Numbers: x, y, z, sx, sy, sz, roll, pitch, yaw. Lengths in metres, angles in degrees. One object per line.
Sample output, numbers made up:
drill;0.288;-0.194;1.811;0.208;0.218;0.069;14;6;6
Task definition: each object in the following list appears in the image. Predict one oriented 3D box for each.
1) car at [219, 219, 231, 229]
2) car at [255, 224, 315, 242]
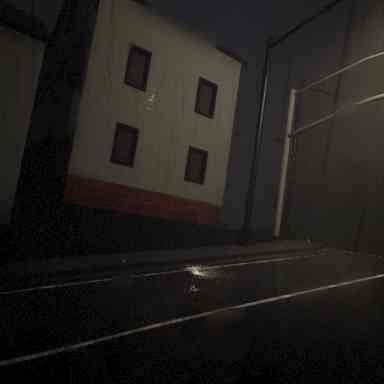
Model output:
car;2.368;3.566;37.294;1.837;1.490;4.892;13;-7;-35
car;8.036;3.578;29.279;2.033;1.411;5.357;12;-7;-35
